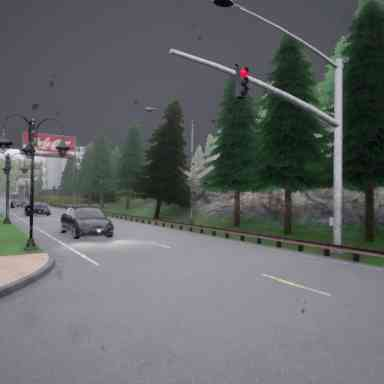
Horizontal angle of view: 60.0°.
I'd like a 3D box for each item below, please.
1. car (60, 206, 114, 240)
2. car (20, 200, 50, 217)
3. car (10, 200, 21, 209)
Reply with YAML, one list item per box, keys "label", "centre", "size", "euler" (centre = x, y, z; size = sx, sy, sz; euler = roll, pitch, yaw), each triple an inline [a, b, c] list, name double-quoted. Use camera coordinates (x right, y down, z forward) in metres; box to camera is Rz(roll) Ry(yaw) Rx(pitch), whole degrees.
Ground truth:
- label: "car"
  centre: [-5.587, 1.524, 17.423]
  size: [1.837, 1.490, 4.892]
  euler: [1, 0, -32]
- label: "car"
  centre: [-14.998, 1.656, 32.094]
  size: [1.994, 1.385, 4.181]
  euler: [1, -1, -33]
- label: "car"
  centre: [-24.850, 1.776, 47.616]
  size: [1.994, 1.385, 4.181]
  euler: [1, -1, -33]
